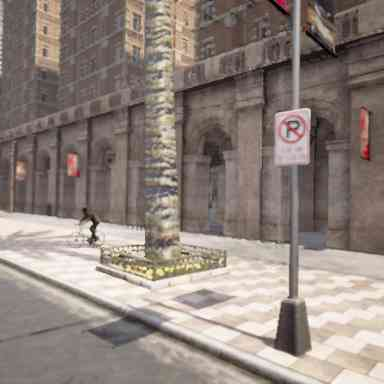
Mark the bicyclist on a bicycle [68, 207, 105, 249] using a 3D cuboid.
[{"bbox_3d":[-4.196,1.446,13.383,0.582,1.620,1.656,0,-1,43],"label":"bicyclist on a bicycle"}]
